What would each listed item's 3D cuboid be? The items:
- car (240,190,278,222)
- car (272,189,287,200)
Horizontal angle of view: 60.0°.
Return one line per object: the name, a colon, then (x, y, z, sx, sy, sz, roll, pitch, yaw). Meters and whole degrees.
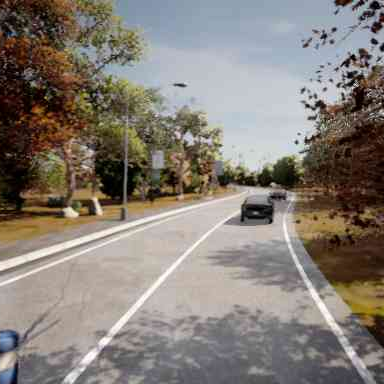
car: (4.219, 0.932, 20.973, 1.882, 1.535, 5.008, 0, 2, 16)
car: (10.630, 0.270, 40.898, 1.895, 1.301, 4.718, 0, 2, 18)
